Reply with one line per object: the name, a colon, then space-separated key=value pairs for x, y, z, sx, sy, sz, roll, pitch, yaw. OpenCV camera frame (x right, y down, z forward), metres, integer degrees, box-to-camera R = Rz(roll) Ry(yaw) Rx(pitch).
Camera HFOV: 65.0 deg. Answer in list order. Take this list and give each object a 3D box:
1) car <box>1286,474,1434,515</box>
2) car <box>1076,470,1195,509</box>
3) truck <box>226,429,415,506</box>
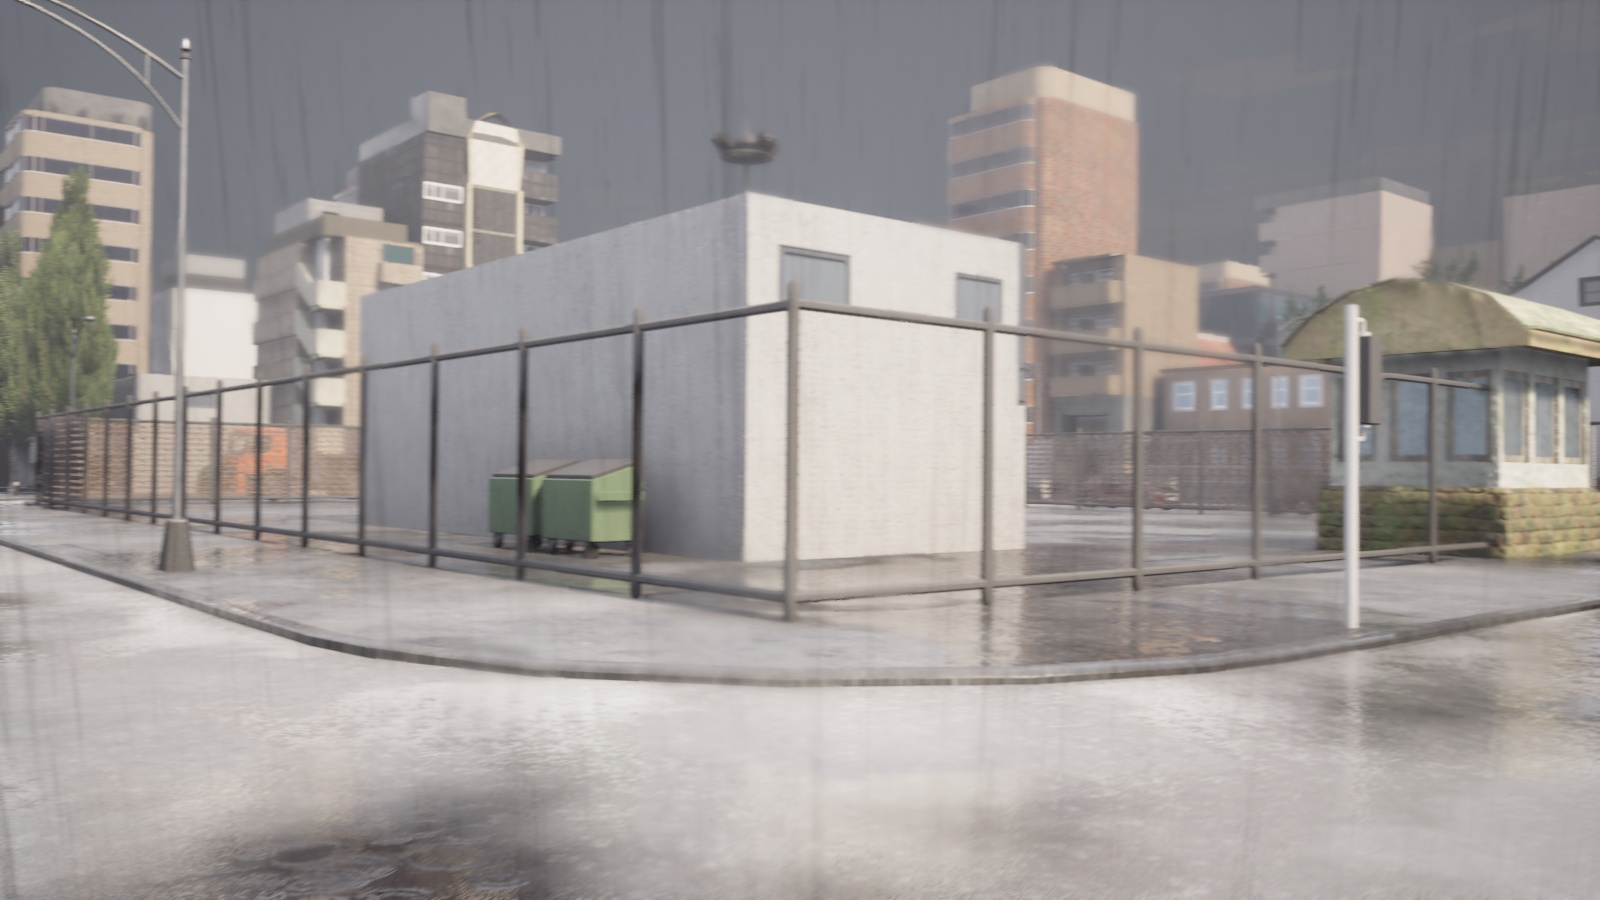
car: x=21.343 y=1.670 z=48.061 sx=1.837 sy=1.490 sz=4.892 roll=1 pitch=-1 yaw=-38
car: x=14.857 y=1.720 z=55.851 sx=2.033 sy=1.649 sz=4.856 roll=1 pitch=-1 yaw=-38
truck: x=-22.846 y=0.832 z=60.162 sx=7.936 sy=3.462 sz=2.891 roll=1 pitch=-1 yaw=-40
